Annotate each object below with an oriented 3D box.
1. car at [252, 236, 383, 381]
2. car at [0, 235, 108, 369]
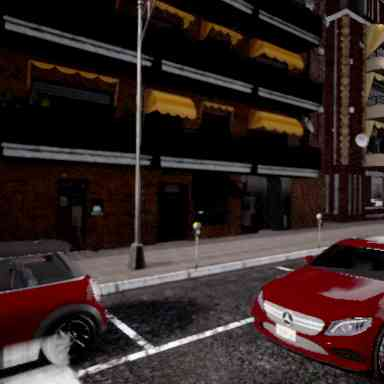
[{"bbox_3d":[3.087,1.521,5.573,4.674,1.442,1.812,0,0,-35],"label":"car"},{"bbox_3d":[-3.294,1.441,4.194,4.097,1.590,1.967,0,1,-35],"label":"car"}]
